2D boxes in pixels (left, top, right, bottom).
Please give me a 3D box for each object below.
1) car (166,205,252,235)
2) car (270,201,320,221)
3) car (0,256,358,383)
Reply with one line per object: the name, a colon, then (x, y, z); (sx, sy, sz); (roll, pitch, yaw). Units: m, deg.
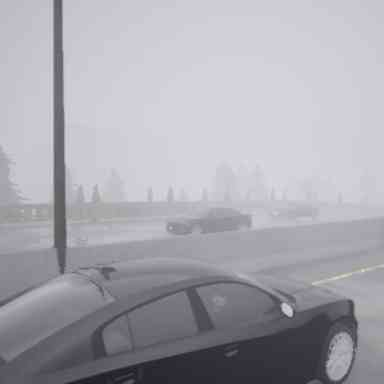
car: (0.995, 1.486, 17.605); (5.008, 1.535, 1.882); (0, 0, -36)
car: (8.429, 1.508, 27.210); (4.902, 1.511, 2.128); (0, 0, -35)
car: (-0.132, 1.479, 3.660); (5.008, 1.535, 1.882); (0, 0, -35)
